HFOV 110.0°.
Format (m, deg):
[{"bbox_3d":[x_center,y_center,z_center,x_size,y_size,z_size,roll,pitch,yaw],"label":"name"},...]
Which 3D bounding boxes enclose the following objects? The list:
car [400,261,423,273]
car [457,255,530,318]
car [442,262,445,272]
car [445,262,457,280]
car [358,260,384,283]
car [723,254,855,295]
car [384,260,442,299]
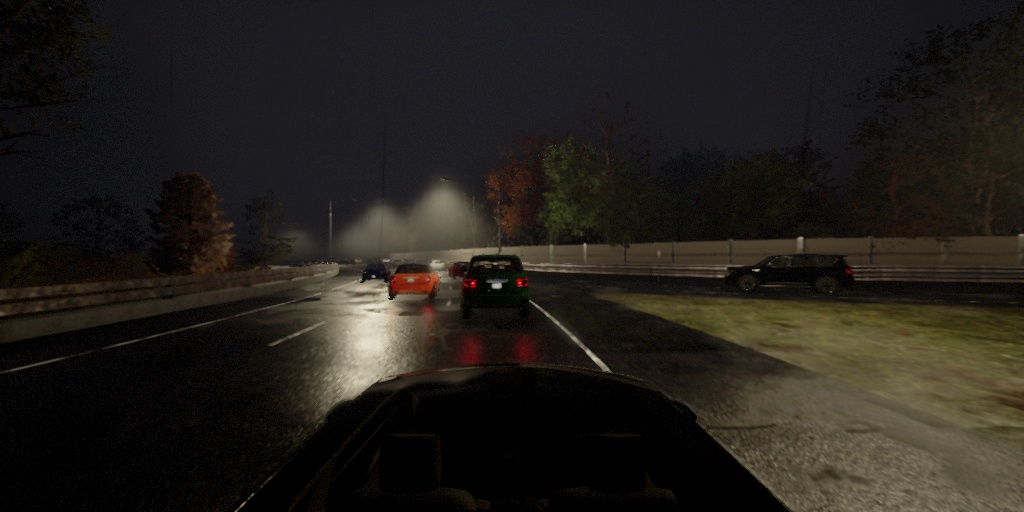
[{"bbox_3d":[-12.745,1.340,45.070,2.033,1.411,5.357,0,0,-24],"label":"car"},{"bbox_3d":[-0.687,0.973,13.225,2.150,2.045,5.566,0,0,-5],"label":"car"},{"bbox_3d":[-10.069,1.308,47.448,1.812,1.442,4.674,0,0,-24],"label":"car"},{"bbox_3d":[-4.565,1.241,32.200,1.882,1.535,5.008,0,0,-16],"label":"car"},{"bbox_3d":[-10.667,1.312,28.355,1.812,1.442,4.674,0,0,-15],"label":"car"},{"bbox_3d":[14.560,0.915,19.213,5.566,2.045,2.150,0,0,26],"label":"car"},{"bbox_3d":[-4.884,1.118,18.315,2.097,1.767,4.553,0,0,-9],"label":"car"}]
